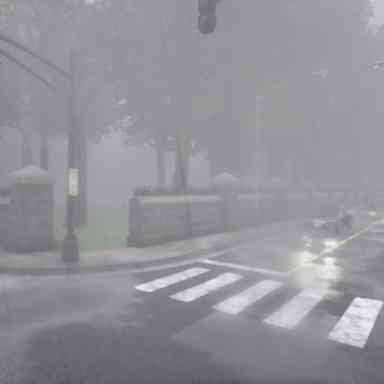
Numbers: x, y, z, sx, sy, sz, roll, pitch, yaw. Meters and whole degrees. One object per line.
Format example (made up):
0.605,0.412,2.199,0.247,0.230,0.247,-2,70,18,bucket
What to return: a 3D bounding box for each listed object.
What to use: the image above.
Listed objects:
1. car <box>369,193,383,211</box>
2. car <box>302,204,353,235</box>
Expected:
22.139,1.100,38.716,2.150,2.045,5.566,1,1,36,car
7.713,1.424,18.679,2.128,1.511,4.902,1,1,36,car
